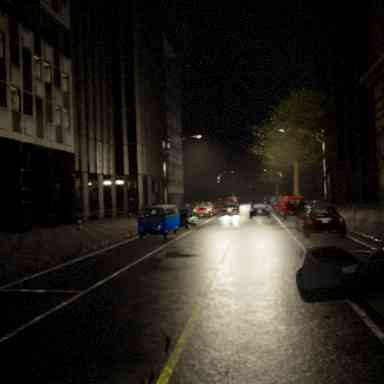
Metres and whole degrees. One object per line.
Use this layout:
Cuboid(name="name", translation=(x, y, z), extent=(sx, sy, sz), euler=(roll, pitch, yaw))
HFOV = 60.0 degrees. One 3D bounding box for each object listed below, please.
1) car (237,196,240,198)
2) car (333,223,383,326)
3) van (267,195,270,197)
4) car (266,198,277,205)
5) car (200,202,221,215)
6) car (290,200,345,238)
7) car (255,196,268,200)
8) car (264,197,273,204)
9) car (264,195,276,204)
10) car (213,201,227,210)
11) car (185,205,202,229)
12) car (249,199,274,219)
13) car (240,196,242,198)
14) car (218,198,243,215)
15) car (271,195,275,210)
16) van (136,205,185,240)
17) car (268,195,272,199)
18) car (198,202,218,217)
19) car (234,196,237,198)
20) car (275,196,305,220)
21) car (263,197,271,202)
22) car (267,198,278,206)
Cuboid(name="car", translation=(9.664, 2.057, 79.881), extent=(2.192, 1.841, 5.009), euler=(-3, -1, 11))
Cuboid(name="car", translation=(3.696, 1.437, 4.952), extent=(1.812, 1.442, 4.674), euler=(-2, -1, 11))
Cuboid(name="van", translation=(12.809, 1.507, 50.588), extent=(1.690, 1.788, 3.998), euler=(-2, -1, 11))
Cuboid(name="car", translation=(15.952, 1.857, 67.208), extent=(1.947, 1.339, 4.313), euler=(-3, -1, 11))
Cuboid(name="car", translation=(2.358, 1.990, 41.090), extent=(1.887, 1.381, 4.507), euler=(-2, -1, 11))
Cuboid(name="car", translation=(6.543, 1.393, 17.335), extent=(1.967, 1.590, 4.097), euler=(-2, -1, 11))
Cuboid(name="car", translation=(8.894, 1.719, 45.015), extent=(1.882, 1.535, 5.008), euler=(-2, -1, 11))
Cuboid(name="car", translation=(18.043, 1.932, 78.293), extent=(1.887, 1.381, 4.507), euler=(-3, -1, 11))
Cuboid(name="car", translation=(16.988, 1.654, 72.755), extent=(2.192, 1.841, 5.009), euler=(-3, -1, 11))
Cuboid(name="car", translation=(4.450, 2.101, 52.173), extent=(1.802, 1.307, 4.206), euler=(-2, -1, 11))
Cuboid(name="car", translation=(-0.775, 1.904, 24.466), extent=(1.947, 1.339, 4.313), euler=(-2, -1, 11))
Cuboid(name="car", translation=(6.357, 1.714, 31.338), extent=(1.994, 1.385, 4.181), euler=(-2, -1, 11))
Cuboid(name="car", translation=(11.755, 2.154, 90.962), extent=(2.192, 1.841, 5.009), euler=(-3, -1, 11))
Cuboid(name="car", translation=(4.618, 1.818, 38.953), extent=(2.128, 1.511, 4.902), euler=(-2, -1, 11))
Cuboid(name="car", translation=(9.673, 1.370, 33.962), extent=(2.192, 1.841, 5.009), euler=(-2, -1, 11))
Cuboid(name="van", translation=(-1.828, 1.648, 18.928), extent=(1.690, 1.788, 3.998), euler=(-2, -1, 11))
Cuboid(name="car", translation=(11.768, 1.569, 45.044), extent=(1.967, 1.590, 4.097), euler=(-2, -1, 11))
Cuboid(name="car", translation=(1.309, 1.849, 35.551), extent=(1.967, 1.590, 4.097), euler=(-2, -1, 11))
Cuboid(name="car", translation=(7.573, 1.960, 68.798), extent=(2.192, 1.841, 5.009), euler=(-3, -1, 11))
Cuboid(name="car", translation=(8.628, 1.334, 28.421), extent=(2.192, 1.841, 5.009), euler=(-2, -1, 11))
Cuboid(name="car", translation=(20.135, 2.051, 89.375), extent=(1.947, 1.339, 4.313), euler=(-3, -1, 11))
Cuboid(name="car", translation=(14.908, 1.826, 61.668), extent=(1.802, 1.307, 4.206), euler=(-3, -1, 11))
